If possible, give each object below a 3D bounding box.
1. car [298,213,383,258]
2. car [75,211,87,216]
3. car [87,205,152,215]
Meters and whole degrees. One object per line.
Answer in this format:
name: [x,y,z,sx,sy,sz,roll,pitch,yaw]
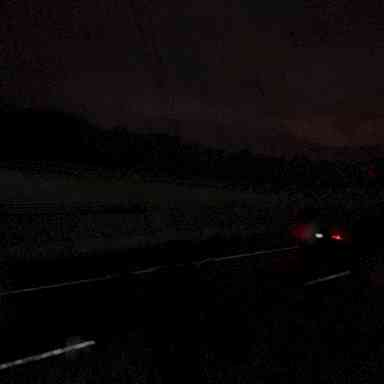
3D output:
car: [6.312,1.518,12.717,5.357,1.411,2.033,0,0,-36]
car: [-6.357,1.650,25.247,4.718,1.301,1.895,0,0,-36]
car: [-4.284,1.647,22.427,4.718,1.301,1.895,0,0,-36]
